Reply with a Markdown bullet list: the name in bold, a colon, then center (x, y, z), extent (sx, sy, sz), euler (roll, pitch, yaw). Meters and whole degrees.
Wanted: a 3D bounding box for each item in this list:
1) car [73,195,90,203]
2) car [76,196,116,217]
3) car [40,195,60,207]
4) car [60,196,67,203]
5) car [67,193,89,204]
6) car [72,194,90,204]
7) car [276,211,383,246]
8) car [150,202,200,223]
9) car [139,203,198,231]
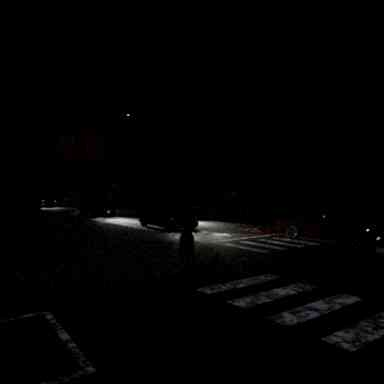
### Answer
- **car**: center (-22.047, 1.367, 66.380), extent (1.882, 1.535, 5.008), euler (0, 0, -36)
- **car**: center (-8.593, 1.449, 30.609), extent (2.128, 1.511, 4.902), euler (0, 0, -36)
- **car**: center (-21.213, 1.276, 48.334), extent (2.097, 1.767, 4.553), euler (0, 0, -36)
- **car**: center (-25.097, 1.439, 65.052), extent (2.033, 1.411, 5.357), euler (0, 0, -36)
- **car**: center (-18.961, 1.131, 56.503), extent (2.150, 2.045, 5.566), euler (0, 0, -35)
- **car**: center (-13.455, 1.413, 42.986), extent (1.882, 1.535, 5.008), euler (0, 0, -35)
- **car**: center (6.335, 1.588, 15.401), extent (1.895, 1.301, 4.718), euler (0, 0, -36)
- **car**: center (-1.434, 1.530, 26.212), extent (1.994, 1.385, 4.181), euler (0, 0, -36)
- **car**: center (-1.583, 1.455, 20.846), extent (1.882, 1.535, 5.008), euler (0, 0, -36)
